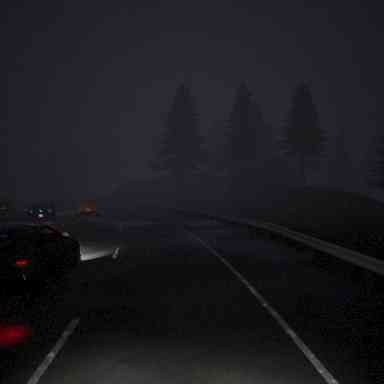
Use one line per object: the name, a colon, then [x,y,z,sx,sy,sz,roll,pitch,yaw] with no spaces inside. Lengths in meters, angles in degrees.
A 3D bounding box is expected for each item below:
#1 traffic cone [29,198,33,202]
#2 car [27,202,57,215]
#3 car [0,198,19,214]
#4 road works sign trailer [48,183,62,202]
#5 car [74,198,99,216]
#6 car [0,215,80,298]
traffic cone: [-32.007,1.629,65.594,0.340,0.580,0.340,0,0,42]
car: [-12.047,1.463,26.924,1.895,1.301,4.718,0,0,-20]
car: [-18.341,1.320,32.867,1.882,1.535,5.008,0,0,-25]
road works sign trailer: [-25.826,0.144,61.985,2.880,3.560,2.380,0,0,42]
car: [-9.541,1.314,30.082,1.882,1.535,5.008,0,0,-20]
car: [-4.209,1.522,8.397,1.994,1.385,4.181,0,0,-6]
